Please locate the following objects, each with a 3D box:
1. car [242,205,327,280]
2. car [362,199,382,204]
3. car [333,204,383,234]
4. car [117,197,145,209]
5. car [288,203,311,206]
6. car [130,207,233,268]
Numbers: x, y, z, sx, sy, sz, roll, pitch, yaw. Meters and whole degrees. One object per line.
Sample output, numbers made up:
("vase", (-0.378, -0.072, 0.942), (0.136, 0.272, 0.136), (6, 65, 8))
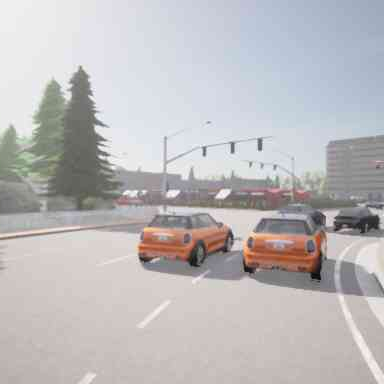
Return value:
("car", (3.152, 1.475, 10.717), (2.097, 1.767, 4.553), (0, -1, 24))
("car", (32.090, 2.365, 58.502), (1.895, 1.301, 4.718), (0, -1, 45))
("car", (10.791, 1.792, 21.673), (1.837, 1.490, 4.892), (0, -1, 43))
("car", (-9.694, 1.718, 52.445), (2.150, 2.045, 5.566), (1, -1, -45))
("car", (7.634, 1.636, 23.374), (2.097, 1.767, 4.553), (0, -1, 42))
("car", (-0.035, 1.471, 12.165), (2.097, 1.767, 4.553), (0, 0, 24))
